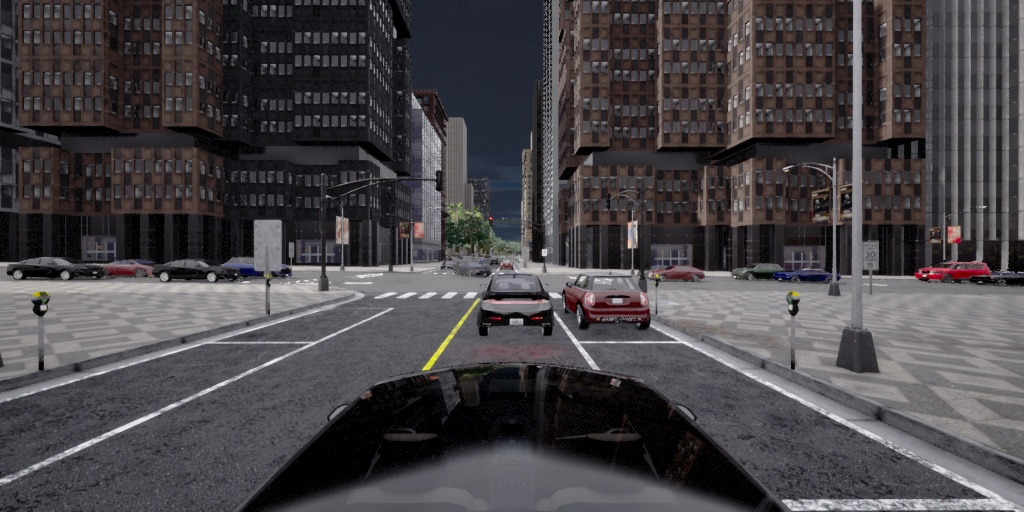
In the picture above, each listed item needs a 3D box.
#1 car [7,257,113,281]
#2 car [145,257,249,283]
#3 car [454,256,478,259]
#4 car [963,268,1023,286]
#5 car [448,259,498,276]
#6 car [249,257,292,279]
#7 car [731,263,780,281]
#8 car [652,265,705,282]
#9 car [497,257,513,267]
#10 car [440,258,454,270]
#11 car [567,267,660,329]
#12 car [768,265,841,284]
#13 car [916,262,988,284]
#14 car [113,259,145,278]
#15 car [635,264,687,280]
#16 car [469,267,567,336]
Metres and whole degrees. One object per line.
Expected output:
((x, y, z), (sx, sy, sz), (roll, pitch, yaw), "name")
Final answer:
((-30.740, 0.827, 24.281), (5.008, 1.535, 1.882), (1, 0, 0), "car")
((-21.274, 0.961, 24.363), (5.008, 1.535, 1.882), (1, 0, -1), "car")
((-6.624, 0.979, 52.500), (2.150, 2.045, 5.566), (0, 0, -1), "car")
((43.503, 2.008, 31.591), (4.718, 1.301, 1.895), (1, 0, 0), "car")
((-3.841, 1.262, 34.079), (2.033, 1.411, 5.357), (1, 0, -33), "car")
((-19.564, 0.855, 27.628), (4.553, 1.767, 2.097), (1, 0, 0), "car")
((23.810, 1.467, 34.713), (4.553, 1.767, 2.097), (1, 0, 0), "car")
((14.351, 1.507, 31.379), (4.674, 1.442, 1.812), (1, 0, -1), "car")
((-0.762, 1.198, 52.628), (1.967, 1.591, 4.097), (0, 0, -1), "car")
((-9.287, 1.324, 52.549), (1.948, 1.339, 4.313), (0, 0, -1), "car")
((2.734, 1.190, 11.247), (1.967, 1.591, 4.097), (0, 0, 0), "car")
((25.750, 1.748, 31.483), (4.718, 1.301, 1.895), (1, 0, 0), "car")
((42.865, 1.617, 34.838), (5.566, 2.045, 2.150), (1, 0, 0), "car")
((-28.770, 0.937, 27.534), (4.181, 1.385, 1.994), (1, 0, -2), "car")
((14.340, 1.542, 34.632), (4.181, 1.385, 1.994), (1, 0, -1), "car")
((0.076, 1.241, 10.361), (2.128, 1.511, 4.902), (0, 0, -1), "car")
